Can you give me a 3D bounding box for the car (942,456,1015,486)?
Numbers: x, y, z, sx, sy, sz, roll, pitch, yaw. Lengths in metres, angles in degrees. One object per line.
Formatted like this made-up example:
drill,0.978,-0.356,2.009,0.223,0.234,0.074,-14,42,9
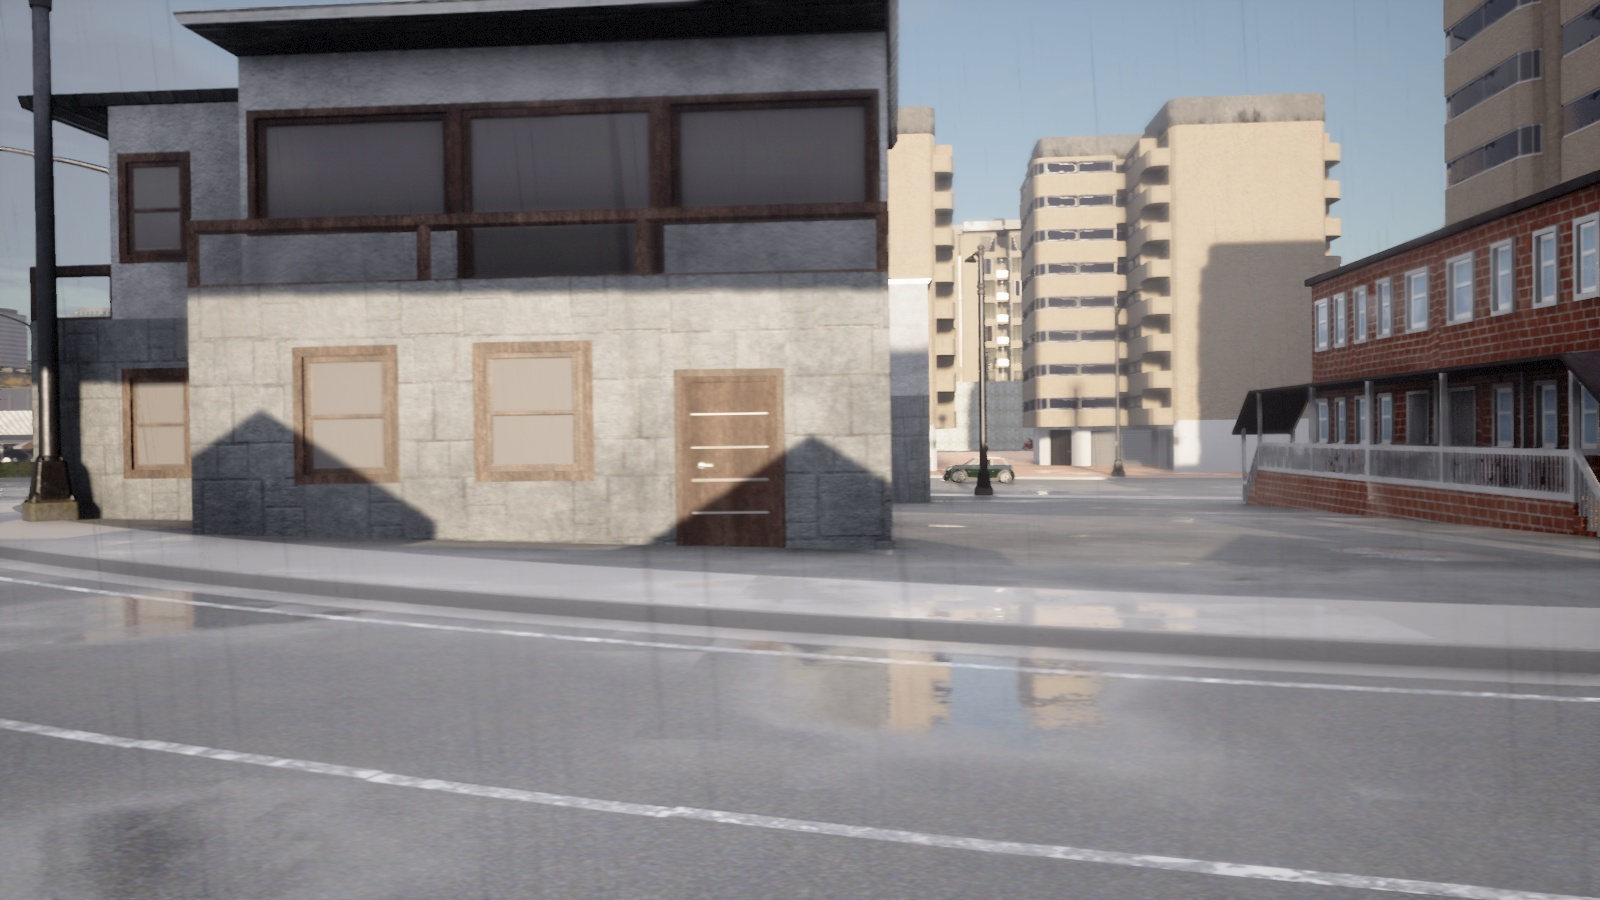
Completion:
car,9.701,1.129,68.488,3.806,1.475,1.970,1,1,4
